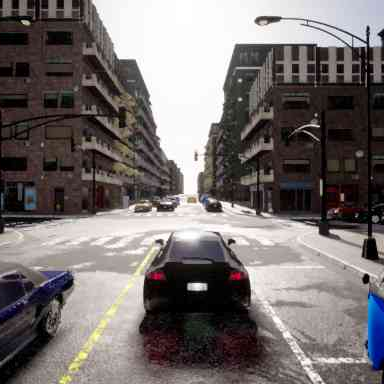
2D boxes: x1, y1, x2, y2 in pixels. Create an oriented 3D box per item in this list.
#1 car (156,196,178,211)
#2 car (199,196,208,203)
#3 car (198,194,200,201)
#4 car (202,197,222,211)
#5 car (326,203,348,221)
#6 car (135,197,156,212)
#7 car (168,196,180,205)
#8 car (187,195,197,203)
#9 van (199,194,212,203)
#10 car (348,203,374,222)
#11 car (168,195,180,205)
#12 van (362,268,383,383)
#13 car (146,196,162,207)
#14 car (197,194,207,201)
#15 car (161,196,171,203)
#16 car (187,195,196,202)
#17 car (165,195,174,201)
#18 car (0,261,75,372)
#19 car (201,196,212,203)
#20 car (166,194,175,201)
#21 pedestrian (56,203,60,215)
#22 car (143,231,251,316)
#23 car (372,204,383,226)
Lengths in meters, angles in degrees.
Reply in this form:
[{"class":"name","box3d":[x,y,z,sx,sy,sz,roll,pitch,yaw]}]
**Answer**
[{"class":"car","box3d":[-3.173,1.580,40.934,1.994,1.385,4.181,0,0,0]},{"class":"car","box3d":[2.569,1.615,73.810,1.802,1.307,4.206,1,0,0]},{"class":"car","box3d":[2.580,1.555,68.338,1.752,1.417,4.829,1,0,0]},{"class":"car","box3d":[2.631,1.581,39.955,1.947,1.339,4.313,1,0,0]},{"class":"car","box3d":[13.591,1.609,28.160,4.097,1.590,1.967,0,-1,1]},{"class":"car","box3d":[-5.748,1.541,39.769,1.752,1.417,4.829,1,0,0]},{"class":"car","box3d":[-3.178,1.503,60.028,1.882,1.535,5.008,0,0,0]},{"class":"car","box3d":[-0.027,1.508,70.212,1.882,1.535,5.008,0,0,0]},{"class":"van","box3d":[2.604,1.365,56.882,1.690,1.788,3.998,1,0,0]},{"class":"car","box3d":[15.063,1.636,25.552,4.892,1.490,1.837,0,-1,0]},{"class":"car","box3d":[-3.186,1.498,49.651,1.882,1.535,5.008,0,0,0]},{"class":"van","box3d":[2.670,1.342,2.008,1.690,1.788,3.998,1,0,0]},{"class":"car","box3d":[-5.768,1.461,51.225,1.967,1.590,4.097,1,0,0]},{"class":"car","box3d":[2.553,1.355,85.095,2.192,1.841,5.009,1,0,0]},{"class":"car","box3d":[-5.810,1.578,73.795,1.887,1.381,4.507,1,0,0]},{"class":"car","box3d":[-0.146,1.562,80.485,2.128,1.511,4.902,0,0,0]},{"class":"car","box3d":[-5.831,1.591,85.080,2.008,1.369,4.403,1,0,0]},{"class":"car","box3d":[-3.062,1.602,3.794,1.895,1.301,4.718,0,0,1]},{"class":"car","box3d":[2.620,1.569,45.598,2.008,1.369,4.403,1,0,0]},{"class":"car","box3d":[-5.839,1.484,90.724,1.967,1.590,4.097,1,0,0]},{"class":"pedestrian","box3d":[-12.596,1.598,31.362,0.500,1.100,0.500,0,-1,1]},{"class":"car","box3d":[0.087,1.566,7.610,1.994,1.385,4.181,0,0,0]},{"class":"car","box3d":[13.502,1.584,19.778,4.313,1.339,1.947,0,-1,1]}]
